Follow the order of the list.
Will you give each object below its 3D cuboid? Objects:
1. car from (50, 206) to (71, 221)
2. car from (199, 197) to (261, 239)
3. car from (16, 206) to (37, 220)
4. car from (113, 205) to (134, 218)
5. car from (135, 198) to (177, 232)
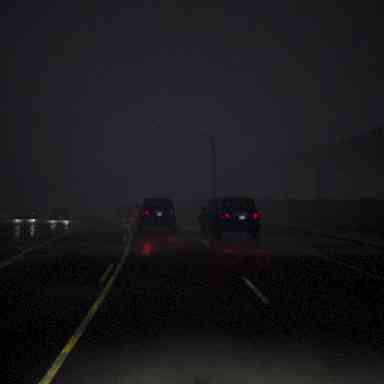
[{"bbox_3d":[-13.892,2.231,35.191,2.033,1.411,5.357,0,-2,-21],"label":"car"},{"bbox_3d":[1.863,1.307,17.932,2.150,2.045,5.566,0,-1,-10],"label":"car"},{"bbox_3d":[-18.865,2.363,37.950,1.812,1.442,4.674,0,-2,-24],"label":"car"},{"bbox_3d":[-8.406,2.314,40.553,2.128,1.511,4.902,0,-2,-22],"label":"car"},{"bbox_3d":[-2.371,1.387,21.354,2.150,2.045,5.566,0,-1,-12],"label":"car"}]
